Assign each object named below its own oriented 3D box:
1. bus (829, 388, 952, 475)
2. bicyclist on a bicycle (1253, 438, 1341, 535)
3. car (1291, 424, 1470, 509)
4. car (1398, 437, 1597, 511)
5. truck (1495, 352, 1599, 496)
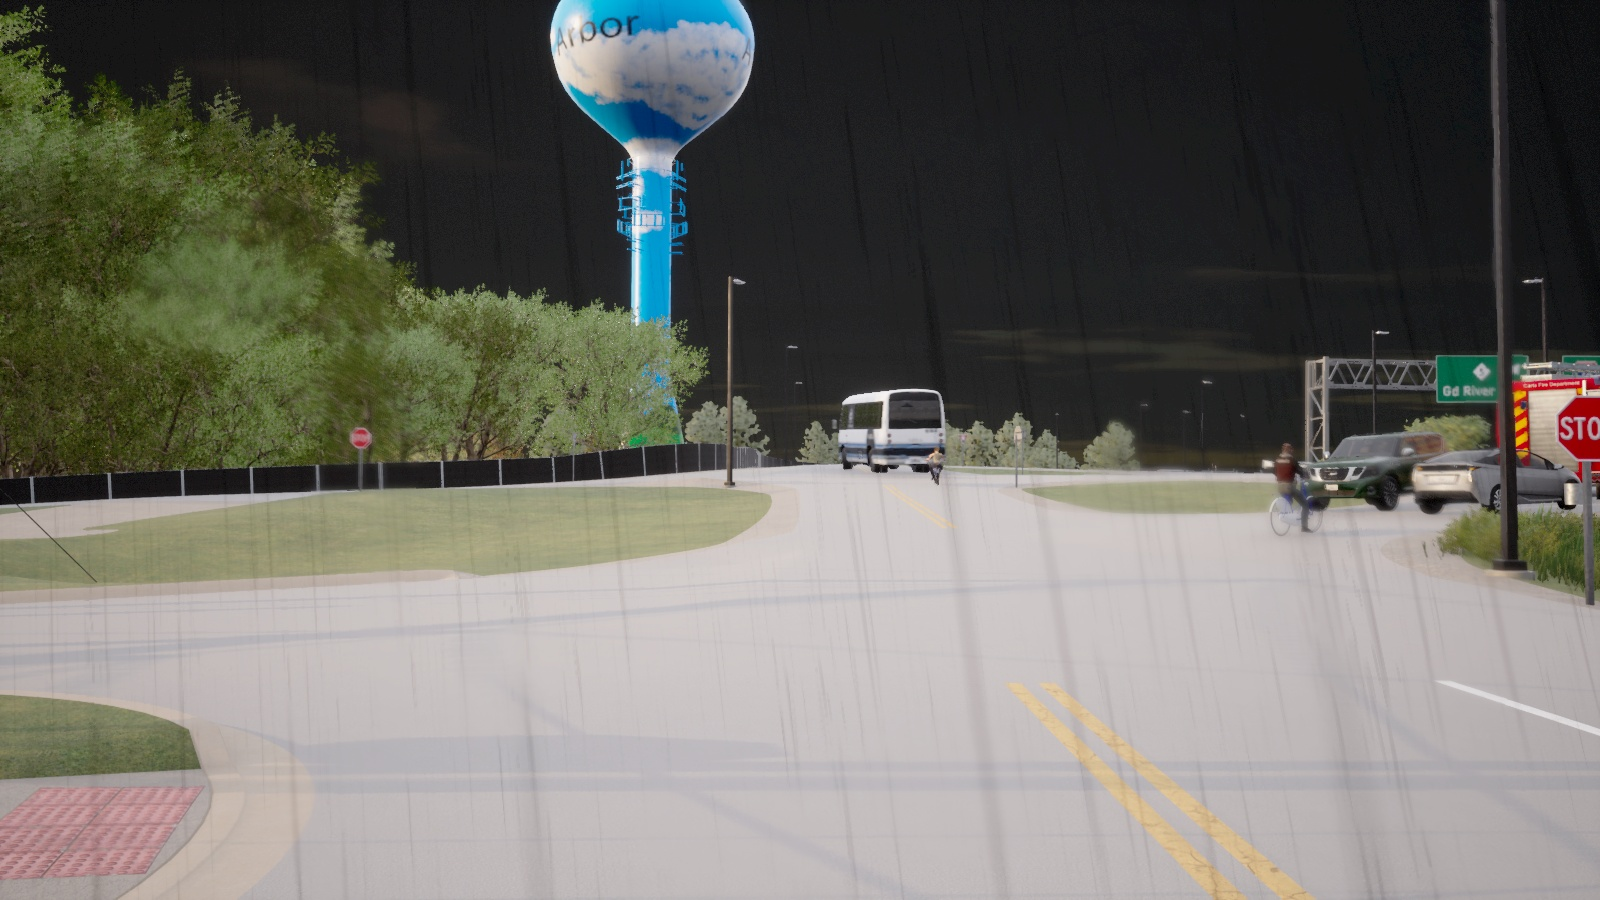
[{"bbox_3d":[4.648,-1.009,67.817,3.944,4.253,10.273,-1,1,-11],"label":"bus"},{"bbox_3d":[9.643,0.689,24.331,1.843,1.776,0.659,-2,-1,-38],"label":"bicyclist on a bicycle"},{"bbox_3d":[15.786,0.425,33.992,5.566,2.045,2.150,-2,-1,-40],"label":"car"},{"bbox_3d":[16.543,0.550,29.740,4.514,1.525,2.007,-2,-1,-30],"label":"car"},{"bbox_3d":[23.822,-0.751,36.838,8.468,3.827,2.891,-2,-1,-39],"label":"truck"}]
